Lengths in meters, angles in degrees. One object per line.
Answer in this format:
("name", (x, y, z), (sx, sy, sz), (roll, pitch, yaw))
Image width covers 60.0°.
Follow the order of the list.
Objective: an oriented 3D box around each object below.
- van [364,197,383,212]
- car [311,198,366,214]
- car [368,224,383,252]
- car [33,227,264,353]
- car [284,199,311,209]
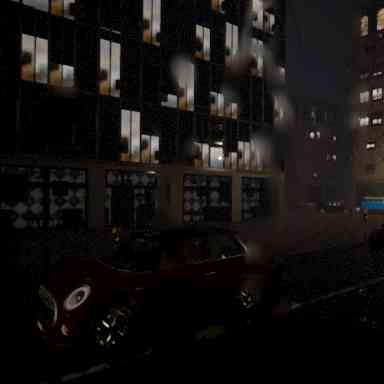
("van", (22.168, 1.511, 39.619), (1.690, 1.788, 3.998), (0, -1, -35))
("car", (15.282, 1.609, 34.841), (2.008, 1.369, 4.403), (0, -1, -35))
("car", (8.440, 1.562, 12.566), (4.313, 1.339, 1.947), (0, 1, -35))
("car", (-0.636, 1.440, 6.091), (4.097, 1.590, 1.967), (0, 1, -35))
("car", (15.739, 1.773, 48.873), (1.752, 1.417, 4.829), (0, -1, -35))
